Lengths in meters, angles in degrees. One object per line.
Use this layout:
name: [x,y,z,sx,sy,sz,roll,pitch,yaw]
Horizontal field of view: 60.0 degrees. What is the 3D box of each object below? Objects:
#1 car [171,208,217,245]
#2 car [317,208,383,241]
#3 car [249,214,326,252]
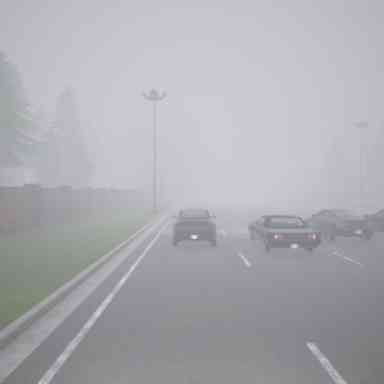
car: [0.100,1.506,15.490,1.837,1.490,4.892,0,0,0]
car: [7.091,1.526,16.462,1.812,1.442,4.674,0,0,0]
car: [3.598,1.601,13.861,1.895,1.301,4.718,0,0,0]
